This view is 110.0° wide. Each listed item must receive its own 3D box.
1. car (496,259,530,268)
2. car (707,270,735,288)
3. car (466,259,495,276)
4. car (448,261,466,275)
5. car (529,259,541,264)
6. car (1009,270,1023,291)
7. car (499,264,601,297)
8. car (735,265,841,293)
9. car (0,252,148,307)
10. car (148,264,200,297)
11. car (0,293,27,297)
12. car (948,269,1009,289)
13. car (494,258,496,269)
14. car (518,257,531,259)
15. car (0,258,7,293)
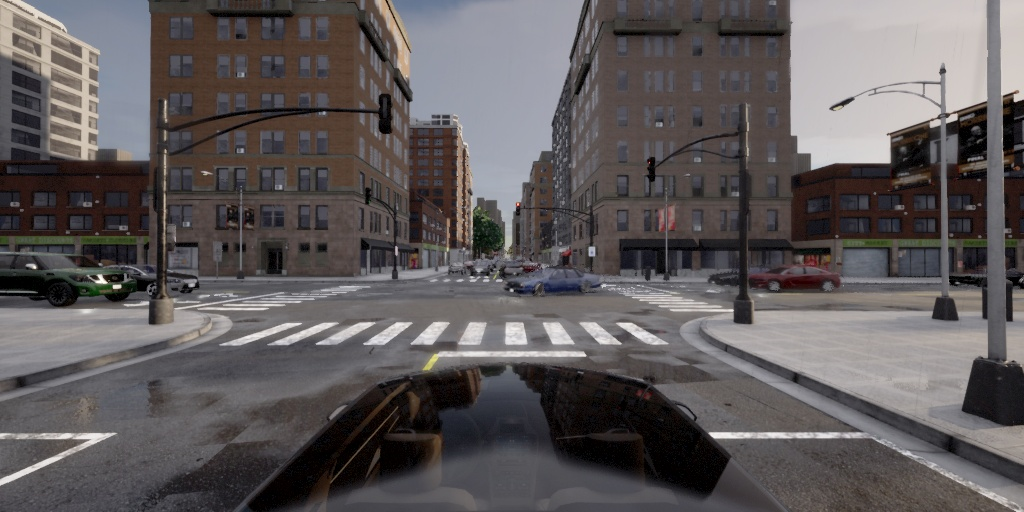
[{"bbox_3d":[-0.026,1.260,32.330,2.128,1.511,4.902,0,0,-6],"label":"car"},{"bbox_3d":[16.399,1.416,24.476,5.357,1.411,2.033,0,0,0],"label":"car"},{"bbox_3d":[-3.255,1.268,37.638,2.128,1.511,4.902,0,0,0],"label":"car"},{"bbox_3d":[-6.050,1.329,39.895,2.007,1.370,4.403,0,0,-1],"label":"car"},{"bbox_3d":[2.475,1.325,39.985,1.888,1.381,4.507,0,0,-1],"label":"car"},{"bbox_3d":[33.291,1.444,21.338,4.674,1.442,1.812,0,0,0],"label":"car"},{"bbox_3d":[2.228,1.287,18.759,5.357,1.411,2.033,0,0,-32],"label":"car"},{"bbox_3d":[16.456,1.320,21.226,5.008,1.535,1.882,0,0,0],"label":"car"},{"bbox_3d":[-18.469,0.858,14.268,5.566,2.045,2.150,0,0,0],"label":"car"},{"bbox_3d":[-18.119,1.155,17.513,4.902,1.511,2.128,0,0,-1],"label":"car"},{"bbox_3d":[-5.856,1.189,1.534,1.967,1.591,4.097,0,0,0],"label":"car"},{"bbox_3d":[32.753,1.544,24.591,4.718,1.301,1.895,0,0,0],"label":"car"},{"bbox_3d":[-3.360,1.340,47.443,2.033,1.411,5.357,0,0,-1],"label":"car"},{"bbox_3d":[2.292,1.128,56.505,2.192,1.841,5.009,0,0,-1],"label":"car"},{"bbox_3d":[-28.377,0.977,17.445,4.553,1.767,2.097,0,0,-1],"label":"car"}]
